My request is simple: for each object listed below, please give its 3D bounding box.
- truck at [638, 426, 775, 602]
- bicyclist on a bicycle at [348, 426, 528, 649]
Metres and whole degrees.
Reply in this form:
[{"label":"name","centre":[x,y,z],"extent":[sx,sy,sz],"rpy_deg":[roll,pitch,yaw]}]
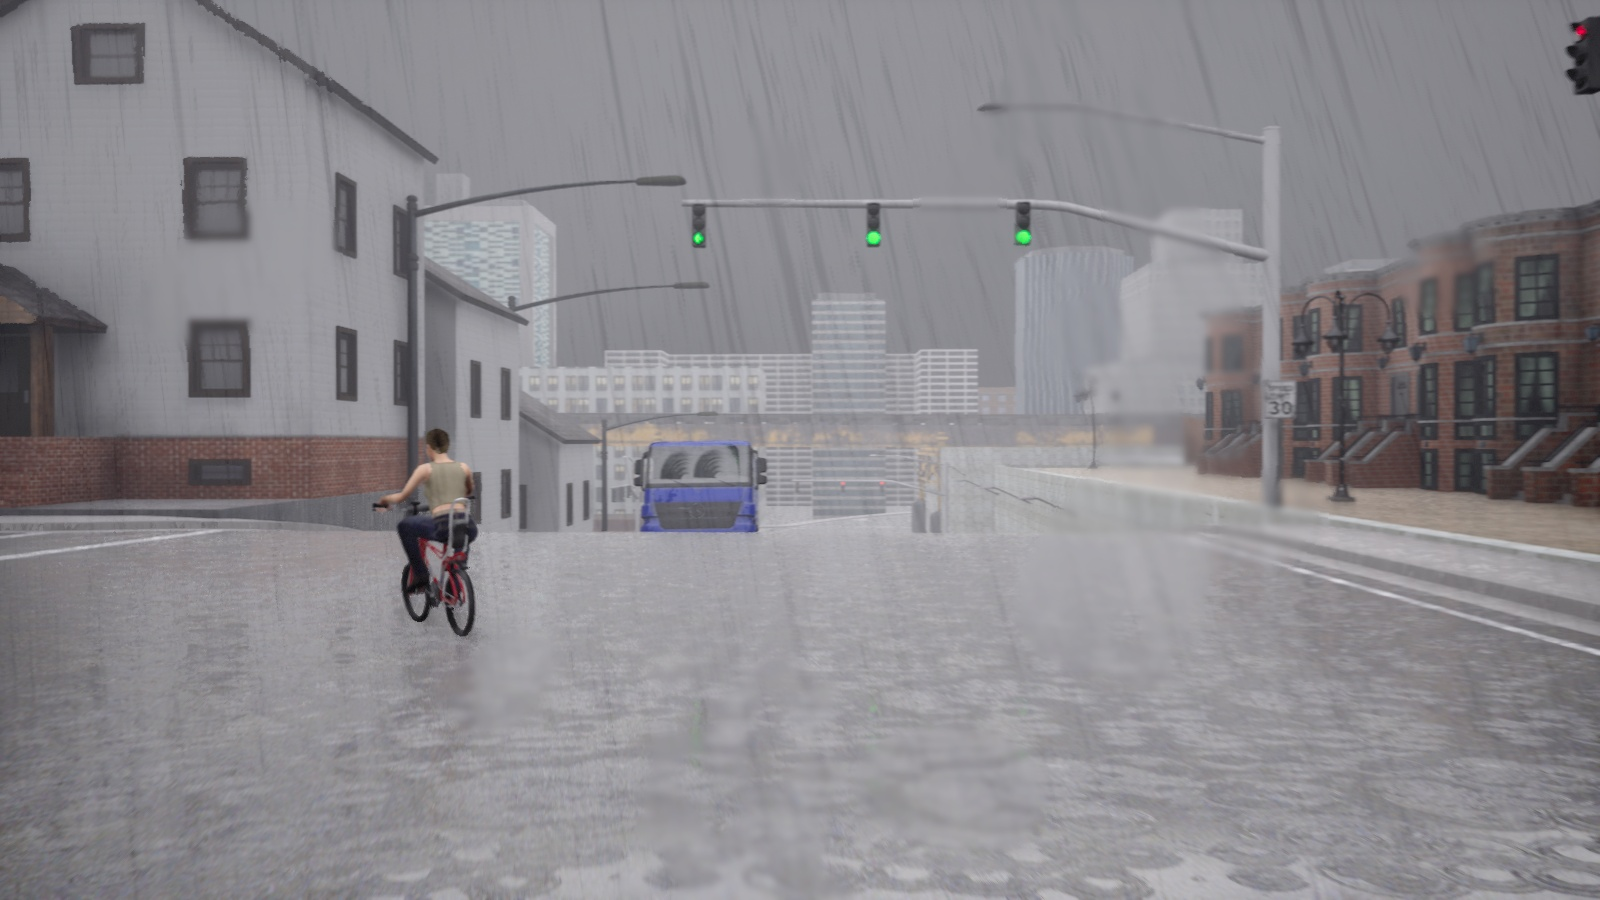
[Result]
[{"label":"truck","centre":[-2.318,2.003,34.263],"extent":[2.891,3.462,7.936],"rpy_deg":[-1,-13,2]},{"label":"bicyclist on a bicycle","centre":[-2.910,0.629,10.013],"extent":[0.866,1.612,1.509],"rpy_deg":[-2,1,-37]}]
